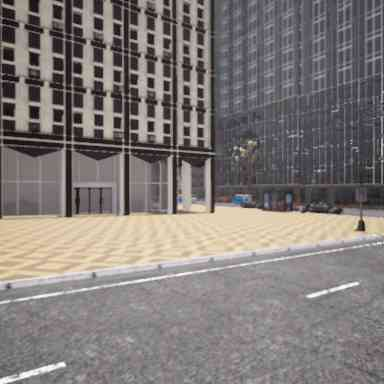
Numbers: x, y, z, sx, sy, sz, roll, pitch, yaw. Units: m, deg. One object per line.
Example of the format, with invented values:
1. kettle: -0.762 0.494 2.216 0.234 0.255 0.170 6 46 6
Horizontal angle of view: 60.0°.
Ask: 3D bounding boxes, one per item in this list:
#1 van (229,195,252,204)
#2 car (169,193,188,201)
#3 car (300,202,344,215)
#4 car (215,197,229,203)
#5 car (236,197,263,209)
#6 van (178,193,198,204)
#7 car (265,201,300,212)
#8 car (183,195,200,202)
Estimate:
1. van: 9.401 1.405 61.753 1.690 1.788 3.998 0 0 -34
2. car: -3.371 1.168 80.561 2.192 1.841 5.009 0 0 -34
3. car: 15.130 1.860 38.167 1.947 1.339 4.313 0 0 -34
4. car: 6.206 1.594 66.456 1.802 1.307 4.206 0 0 -34
5. car: 8.806 1.759 47.615 1.947 1.339 4.313 0 0 -34
6. van: -0.725 1.380 61.748 1.690 1.788 3.998 0 0 -34
7. car: 11.951 1.826 42.880 1.802 1.307 4.206 0 0 -34
8. car: -0.180 1.488 75.861 1.802 1.307 4.206 0 0 -34
